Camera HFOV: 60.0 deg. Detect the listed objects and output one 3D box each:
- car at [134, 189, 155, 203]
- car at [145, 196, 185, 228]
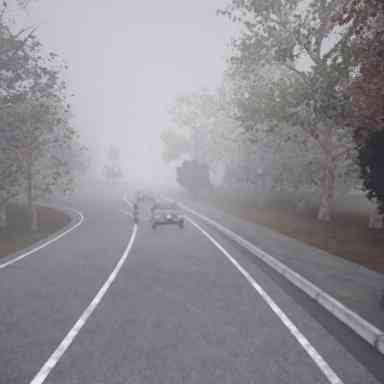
[{"bbox_3d":[-5.217,0.374,36.111,1.895,1.301,4.718,-1,5,-14],"label":"car"},{"bbox_3d":[-1.583,1.255,19.931,2.033,1.411,5.357,-1,2,-8],"label":"car"}]
